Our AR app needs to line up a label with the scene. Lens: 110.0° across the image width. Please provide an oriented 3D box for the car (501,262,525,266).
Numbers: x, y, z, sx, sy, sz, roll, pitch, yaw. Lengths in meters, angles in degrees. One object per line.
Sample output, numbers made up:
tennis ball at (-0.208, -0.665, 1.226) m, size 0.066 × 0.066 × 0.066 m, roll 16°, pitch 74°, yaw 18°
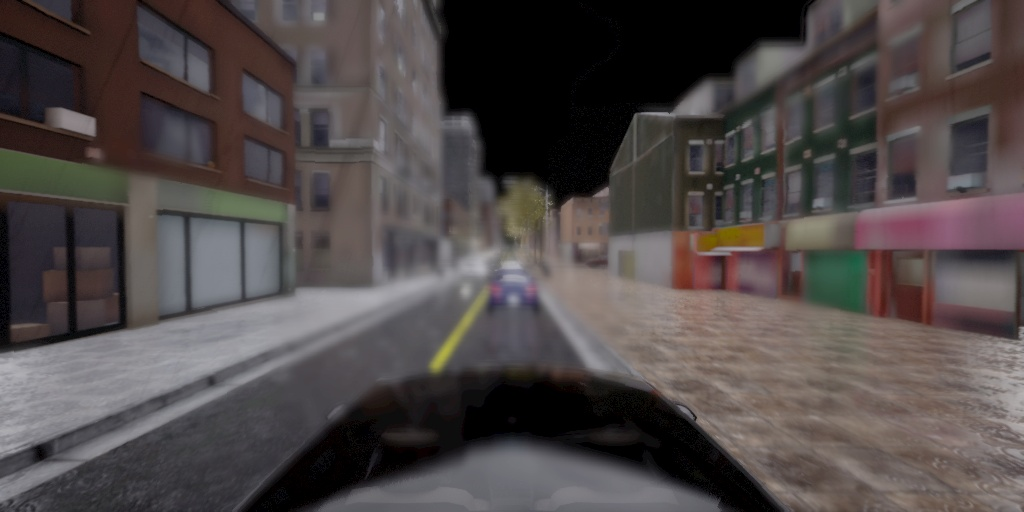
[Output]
car at (0.079, 1.162, 28.693) m, size 1.812 × 1.442 × 4.674 m, roll 0°, pitch 0°, yaw 0°

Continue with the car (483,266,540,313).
car at (0.071, 1.251, 13.769) m, size 1.812 × 1.442 × 4.674 m, roll 0°, pitch 0°, yaw 0°

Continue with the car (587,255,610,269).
car at (12.715, 0.820, 48.505) m, size 5.009 × 1.841 × 2.192 m, roll 0°, pitch 0°, yaw 0°

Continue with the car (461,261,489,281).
car at (-2.818, 1.159, 28.976) m, size 1.812 × 1.442 × 4.674 m, roll 0°, pitch 1°, yaw 0°
